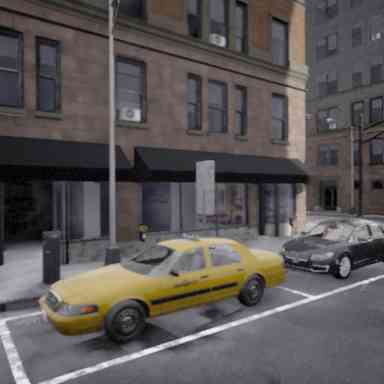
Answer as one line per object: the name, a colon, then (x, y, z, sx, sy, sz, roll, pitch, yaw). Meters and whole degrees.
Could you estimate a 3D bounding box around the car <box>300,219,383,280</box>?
car: (4.399, 1.486, 9.666, 4.403, 1.369, 2.008, -1, 0, -35)

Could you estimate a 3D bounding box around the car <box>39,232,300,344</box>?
car: (-0.239, 1.501, 6.361, 4.829, 1.417, 1.752, -1, 0, -35)
